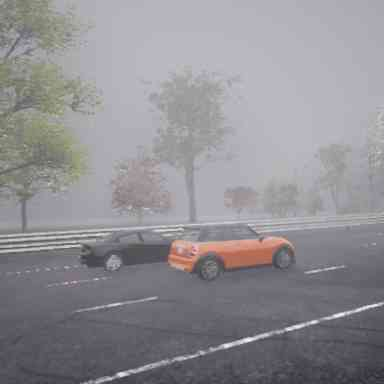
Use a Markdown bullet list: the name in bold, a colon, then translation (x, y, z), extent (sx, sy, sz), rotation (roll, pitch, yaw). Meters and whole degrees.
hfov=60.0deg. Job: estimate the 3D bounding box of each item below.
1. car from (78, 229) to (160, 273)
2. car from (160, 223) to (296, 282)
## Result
- **car**: translation (-2.124, 2.295, 13.877), extent (5.008, 1.535, 1.882), rotation (0, -4, -28)
- **car**: translation (1.475, 1.921, 11.867), extent (4.553, 1.767, 2.097), rotation (0, -4, -28)
